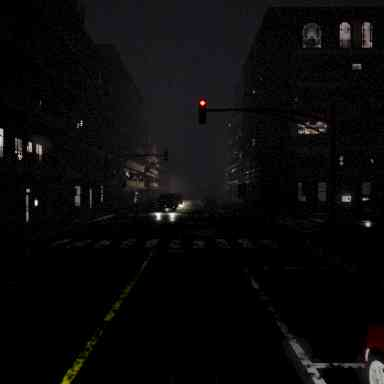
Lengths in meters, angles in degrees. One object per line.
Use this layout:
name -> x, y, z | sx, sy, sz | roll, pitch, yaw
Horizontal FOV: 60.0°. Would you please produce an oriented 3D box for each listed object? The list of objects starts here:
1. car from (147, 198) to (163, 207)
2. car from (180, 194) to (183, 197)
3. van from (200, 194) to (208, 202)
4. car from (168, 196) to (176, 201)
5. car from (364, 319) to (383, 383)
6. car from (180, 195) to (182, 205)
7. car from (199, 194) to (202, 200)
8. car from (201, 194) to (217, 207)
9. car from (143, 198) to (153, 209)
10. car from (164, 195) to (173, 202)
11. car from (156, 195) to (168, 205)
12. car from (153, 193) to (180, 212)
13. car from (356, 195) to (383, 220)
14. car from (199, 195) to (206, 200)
car -> -5.557, 1.580, 50.832 | 1.947, 1.339, 4.313 | 0, 0, 0
car -> -2.896, 1.244, 61.105 | 2.150, 2.045, 5.566 | 0, 0, 1
van -> 2.898, 1.379, 78.443 | 1.690, 1.788, 3.998 | -1, 0, 0
car -> -5.449, 1.632, 89.528 | 1.802, 1.307, 4.206 | -1, 0, 0
car -> 2.687, 1.544, 1.805 | 1.887, 1.381, 4.507 | 0, 0, 0
car -> -2.956, 1.561, 50.390 | 2.033, 1.411, 5.357 | 0, 0, 0
car -> 2.869, 1.578, 67.388 | 2.008, 1.369, 4.403 | -1, 0, 0
car -> 2.822, 1.454, 50.804 | 1.967, 1.590, 4.097 | -1, 0, 0
car -> -5.572, 1.561, 45.305 | 2.008, 1.369, 4.403 | 0, 0, 0
car -> -5.481, 1.563, 78.302 | 1.752, 1.417, 4.829 | -1, 0, 0
car -> -5.528, 1.462, 61.888 | 1.967, 1.590, 4.097 | -1, 0, 0
car -> -2.989, 1.228, 40.085 | 2.150, 2.045, 5.566 | 0, 0, 0
car -> 14.907, 1.206, 24.758 | 5.008, 1.535, 1.882 | -1, 0, -1
car -> 2.946, 1.602, 95.027 | 1.887, 1.381, 4.507 | -1, 0, 0
